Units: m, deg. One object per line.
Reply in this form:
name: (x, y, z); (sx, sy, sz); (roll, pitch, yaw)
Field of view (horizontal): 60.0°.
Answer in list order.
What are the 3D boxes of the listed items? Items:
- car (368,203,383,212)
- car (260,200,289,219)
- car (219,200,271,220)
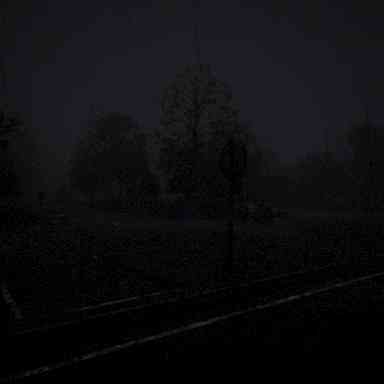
car: (26.741, 2.133, 45.651); (2.002, 1.452, 4.674); (1, -1, -35)
car: (6.904, 1.584, 31.563); (2.185, 1.767, 4.553); (1, -1, -36)
car: (4.362, 1.702, 29.663); (2.002, 1.452, 4.674); (1, -1, -36)
